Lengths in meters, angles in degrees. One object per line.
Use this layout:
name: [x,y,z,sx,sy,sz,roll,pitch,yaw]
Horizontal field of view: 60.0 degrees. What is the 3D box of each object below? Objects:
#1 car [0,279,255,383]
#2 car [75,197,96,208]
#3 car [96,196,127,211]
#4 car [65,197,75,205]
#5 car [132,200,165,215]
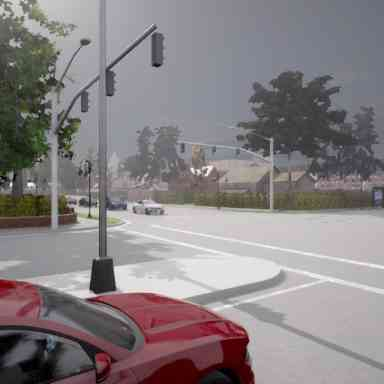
car: [-1.684,1.478,2.567,5.008,1.535,1.882,0,0,-35]
car: [-15.342,1.506,49.222,1.837,1.490,4.892,0,0,-36]
car: [-9.820,1.352,41.591,2.097,1.767,4.553,0,0,-36]
car: [-21.540,1.564,57.831,1.994,1.385,4.181,0,0,-35]
car: [-4.613,1.525,34.387,1.812,1.442,4.674,0,0,-35]
